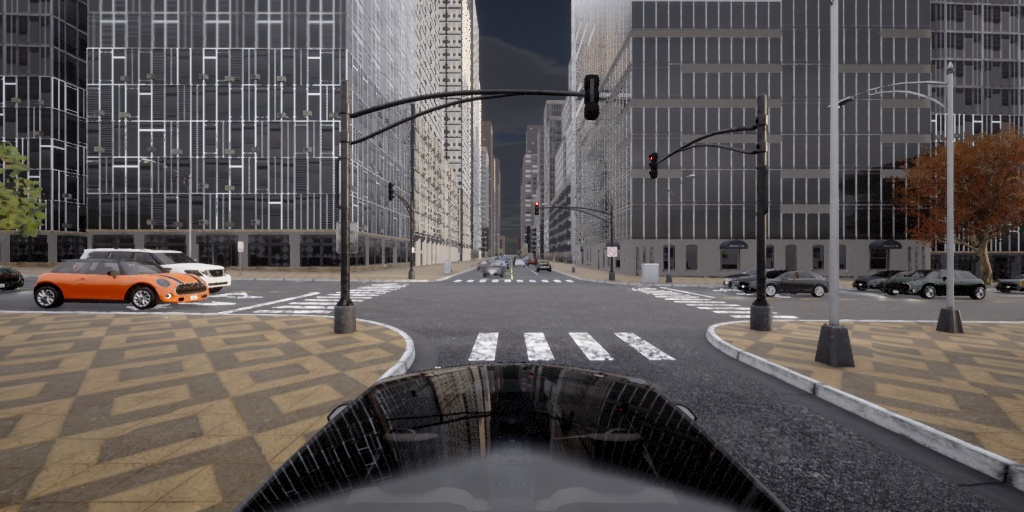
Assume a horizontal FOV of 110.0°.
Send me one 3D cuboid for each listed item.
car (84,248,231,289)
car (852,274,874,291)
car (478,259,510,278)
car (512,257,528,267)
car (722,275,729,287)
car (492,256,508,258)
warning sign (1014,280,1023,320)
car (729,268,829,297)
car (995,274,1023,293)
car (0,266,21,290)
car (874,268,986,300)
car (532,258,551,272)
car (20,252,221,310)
[{"bbox_3d":[-15.928,0.704,16.009,5.566,2.045,2.150,1,0,-3],"label":"car"},{"bbox_3d":[26.281,1.751,24.651,4.892,1.490,1.837,1,0,-3],"label":"car"},{"bbox_3d":[-1.606,1.261,33.750,2.128,1.511,4.902,0,0,3],"label":"car"},{"bbox_3d":[1.360,1.277,64.966,1.812,1.442,4.674,0,0,0],"label":"car"},{"bbox_3d":[16.897,1.569,24.223,4.902,1.511,2.128,1,0,-3],"label":"car"},{"bbox_3d":[-1.553,0.979,56.602,2.150,2.045,5.566,0,0,-1],"label":"car"},{"bbox_3d":[17.279,1.204,11.527,1.060,1.860,1.300,0,0,-3],"label":"warning sign"},{"bbox_3d":[15.808,1.564,20.930,4.892,1.490,1.837,1,0,-4],"label":"car"},{"bbox_3d":[37.082,1.943,25.136,4.892,1.490,1.837,1,0,-2],"label":"car"},{"bbox_3d":[-24.623,0.675,15.615,4.553,1.767,2.097,1,0,-3],"label":"car"},{"bbox_3d":[24.979,1.576,21.337,4.553,1.767,2.097,1,0,-3],"label":"car"},{"bbox_3d":[3.949,1.329,45.336,1.948,1.339,4.313,0,0,0],"label":"car"},{"bbox_3d":[-13.727,0.876,12.856,4.553,1.767,2.097,1,0,-3],"label":"car"}]
